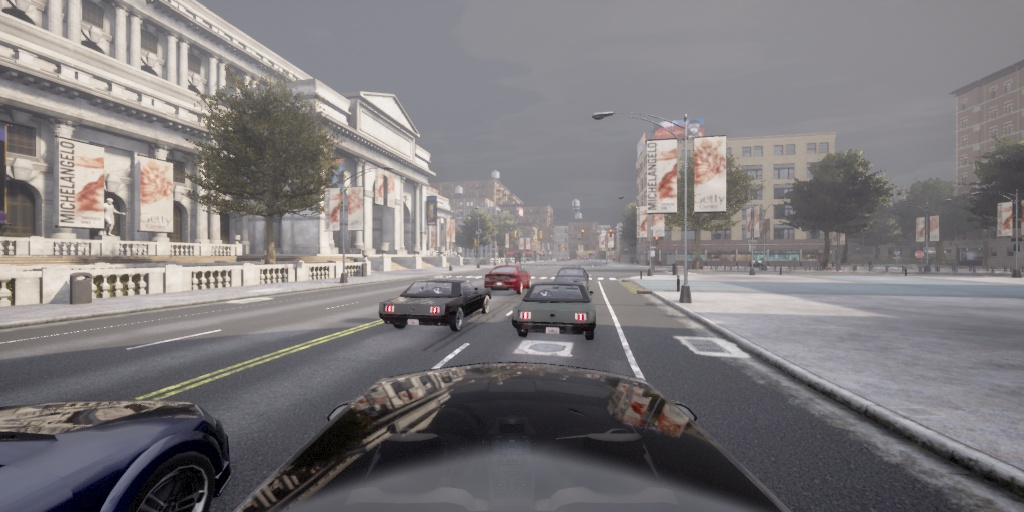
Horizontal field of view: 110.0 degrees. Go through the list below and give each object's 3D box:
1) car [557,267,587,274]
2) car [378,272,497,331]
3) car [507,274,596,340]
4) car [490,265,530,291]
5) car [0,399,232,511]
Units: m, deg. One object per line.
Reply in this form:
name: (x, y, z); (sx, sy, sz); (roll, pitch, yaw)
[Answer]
car: (3.260, 1.297, 19.398); (2.033, 1.411, 5.357); (0, 0, 12)
car: (-2.019, 1.351, 11.058); (1.895, 1.301, 4.718); (0, 0, 11)
car: (1.325, 1.351, 10.048); (1.895, 1.301, 4.718); (0, 0, 11)
car: (-0.133, 1.228, 20.209); (1.882, 1.535, 5.008); (0, 0, 12)
car: (-3.157, 1.314, 1.070); (1.994, 1.385, 4.181); (0, 0, -2)
